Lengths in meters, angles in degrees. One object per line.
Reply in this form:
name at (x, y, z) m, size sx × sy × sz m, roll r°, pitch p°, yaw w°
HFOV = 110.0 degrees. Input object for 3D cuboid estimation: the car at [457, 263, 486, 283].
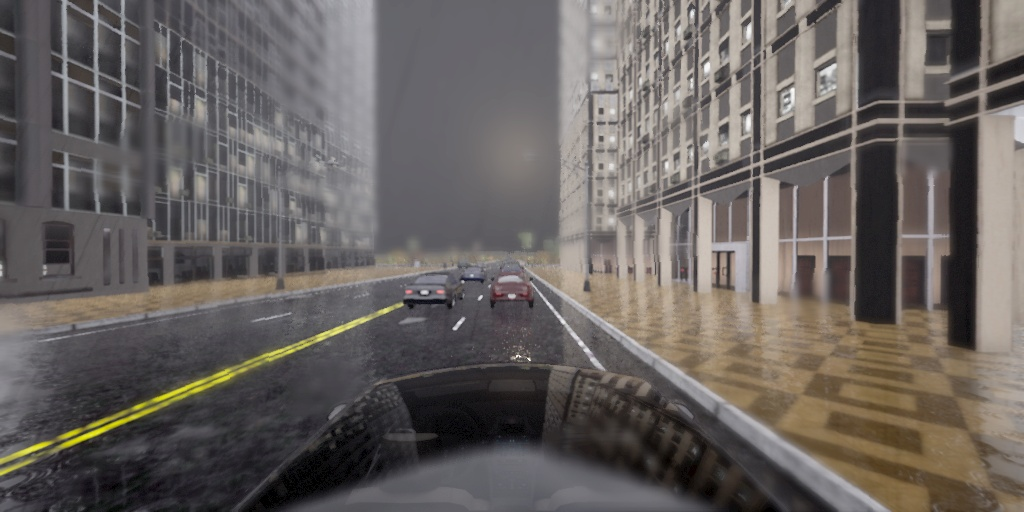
car at (-3.254, 1.578, 31.146) m, size 1.994 × 1.385 × 4.181 m, roll 0°, pitch 0°, yaw 0°

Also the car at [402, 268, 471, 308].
car at (-3.254, 1.426, 15.834) m, size 2.033 × 1.411 × 5.357 m, roll 0°, pitch 0°, yaw 0°

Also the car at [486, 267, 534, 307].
car at (0.000, 1.408, 16.227) m, size 1.812 × 1.442 × 4.674 m, roll 0°, pitch 0°, yaw 0°

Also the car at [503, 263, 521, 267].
car at (-0.007, 1.362, 30.923) m, size 2.097 × 1.767 × 4.553 m, roll 0°, pitch -1°, yaw 0°
